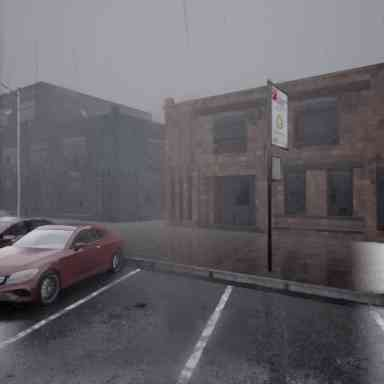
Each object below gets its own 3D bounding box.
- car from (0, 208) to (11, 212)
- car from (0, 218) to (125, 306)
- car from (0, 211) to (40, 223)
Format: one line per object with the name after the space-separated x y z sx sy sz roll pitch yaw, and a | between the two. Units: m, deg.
-8.193 1.374 11.721 2.185 1.767 4.553 0 -1 15 | car
-3.262 1.532 8.282 2.002 1.452 4.674 1 -1 15 | car
-5.741 1.524 9.956 2.163 1.488 4.792 0 -1 15 | car
